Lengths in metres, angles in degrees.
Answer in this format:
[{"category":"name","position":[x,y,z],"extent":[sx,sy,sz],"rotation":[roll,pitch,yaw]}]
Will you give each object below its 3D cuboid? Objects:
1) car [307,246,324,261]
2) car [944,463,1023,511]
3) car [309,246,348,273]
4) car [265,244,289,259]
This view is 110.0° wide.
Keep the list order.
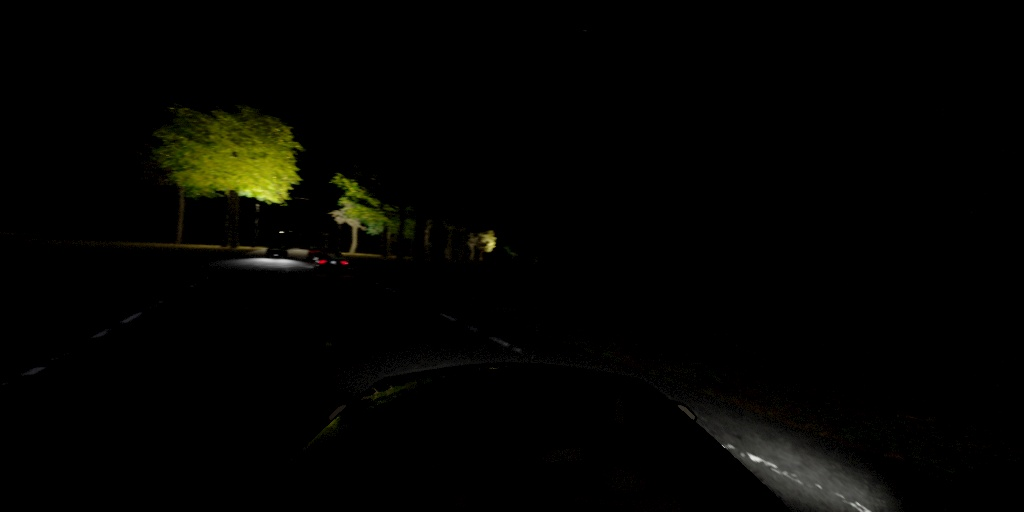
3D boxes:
[{"category":"car","position":[-19.740,-0.307,36.538],"extent":[1.882,1.535,5.008],"rotation":[4,0,-30]},{"category":"car","position":[4.198,1.575,0.341],"extent":[1.837,1.490,4.892],"rotation":[4,0,-34]},{"category":"car","position":[-12.333,0.340,24.339],"extent":[2.033,1.411,5.357],"rotation":[4,0,-31]},{"category":"car","position":[-23.583,-0.481,36.089],"extent":[1.895,1.301,4.718],"rotation":[4,0,-31]}]
